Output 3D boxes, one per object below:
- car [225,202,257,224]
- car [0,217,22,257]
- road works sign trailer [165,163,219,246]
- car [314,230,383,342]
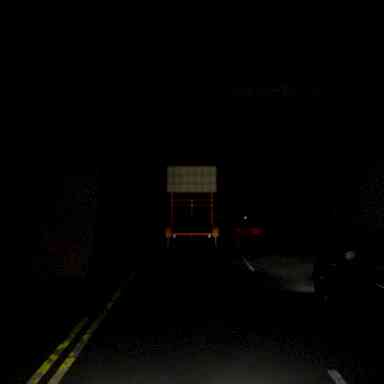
[{"bbox_3d":[3.596,1.510,24.746,2.128,1.511,4.902,0,0,0],"label":"car"},{"bbox_3d":[-7.102,1.512,10.213,1.837,1.490,4.892,0,0,0],"label":"car"},{"bbox_3d":[-0.003,0.476,15.195,2.380,3.560,2.880,0,0,0],"label":"road works sign trailer"},{"bbox_3d":[3.599,1.356,5.152,2.097,1.767,4.553,0,0,0],"label":"car"}]
